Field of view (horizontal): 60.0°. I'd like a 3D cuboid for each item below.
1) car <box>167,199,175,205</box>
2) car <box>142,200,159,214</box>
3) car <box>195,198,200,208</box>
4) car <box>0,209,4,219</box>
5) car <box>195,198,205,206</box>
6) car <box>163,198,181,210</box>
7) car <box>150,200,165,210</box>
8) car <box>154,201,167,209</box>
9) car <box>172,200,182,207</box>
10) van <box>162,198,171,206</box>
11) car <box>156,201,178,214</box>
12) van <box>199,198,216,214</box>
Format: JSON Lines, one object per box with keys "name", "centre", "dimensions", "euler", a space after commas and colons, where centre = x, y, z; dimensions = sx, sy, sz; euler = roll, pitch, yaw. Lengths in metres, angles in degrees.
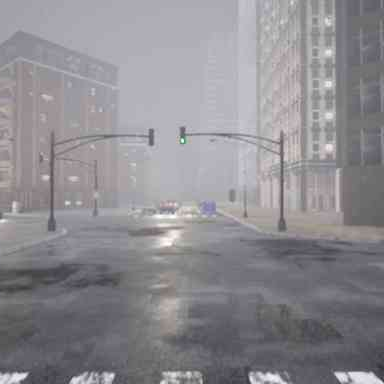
{"name": "car", "centre": [-6.007, 2.746, 94.305], "dimensions": [1.967, 1.590, 4.097], "euler": [0, -1, 0]}
{"name": "car", "centre": [-5.644, 2.081, 44.175], "dimensions": [1.752, 1.417, 4.829], "euler": [0, -1, 0]}
{"name": "car", "centre": [2.074, 2.432, 66.607], "dimensions": [1.887, 1.381, 4.507], "euler": [0, -1, 0]}
{"name": "car", "centre": [-21.682, 2.046, 35.118], "dimensions": [5.008, 1.535, 1.882], "euler": [-1, -2, 40]}
{"name": "car", "centre": [1.953, 2.451, 83.267], "dimensions": [2.192, 1.841, 5.009], "euler": [0, -1, 0]}
{"name": "car", "centre": [-3.216, 2.029, 52.624], "dimensions": [2.097, 1.767, 4.553], "euler": [0, -1, 0]}
{"name": "car", "centre": [-5.725, 2.153, 55.450], "dimensions": [1.967, 1.590, 4.097], "euler": [0, -1, 0]}
{"name": "car", "centre": [-5.766, 2.359, 61.000], "dimensions": [1.947, 1.339, 4.313], "euler": [0, -1, 0]}
{"name": "car", "centre": [-3.285, 2.515, 72.342], "dimensions": [1.994, 1.385, 4.181], "euler": [0, -1, 0]}
{"name": "van", "centre": [-5.885, 2.378, 77.656], "dimensions": [1.690, 1.788, 3.998], "euler": [0, -1, 0]}
{"name": "car", "centre": [-3.156, 2.152, 43.496], "dimensions": [1.895, 1.301, 4.718], "euler": [0, -1, 0]}
{"name": "van", "centre": [2.236, 1.913, 44.403], "dimensions": [1.690, 1.788, 3.998], "euler": [0, -1, 0]}
